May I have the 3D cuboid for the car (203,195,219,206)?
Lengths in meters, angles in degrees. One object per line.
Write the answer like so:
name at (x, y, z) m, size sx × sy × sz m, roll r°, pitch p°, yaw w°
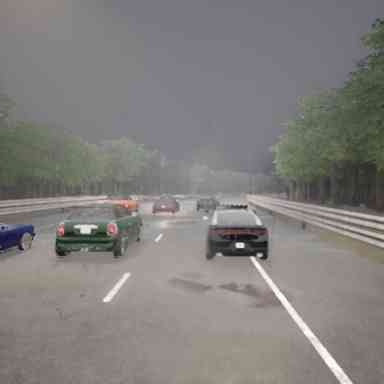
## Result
car at (2.680, 1.142, 46.044) m, size 1.994 × 1.385 × 4.181 m, roll 0°, pitch 0°, yaw 8°

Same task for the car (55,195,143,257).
car at (-3.154, 1.164, 12.199) m, size 2.097 × 1.767 × 4.553 m, roll 0°, pitch 1°, yaw 2°

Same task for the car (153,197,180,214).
car at (-2.220, 1.168, 29.627) m, size 1.994 × 1.385 × 4.181 m, roll 0°, pitch 0°, yaw 4°

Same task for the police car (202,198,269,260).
police car at (1.418, 1.243, 11.848) m, size 1.930 × 1.638 × 5.238 m, roll 0°, pitch 1°, yaw 2°

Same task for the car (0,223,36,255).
car at (-6.729, 1.443, 10.158) m, size 1.895 × 1.301 × 4.718 m, roll 0°, pitch 1°, yaw 1°

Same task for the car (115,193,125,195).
car at (-5.867, 0.971, 27.687) m, size 2.097 × 1.767 × 4.553 m, roll 0°, pitch 0°, yaw 4°

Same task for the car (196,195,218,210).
car at (1.524, 1.070, 34.188) m, size 2.128 × 1.511 × 4.902 m, roll 0°, pitch 0°, yaw 6°
